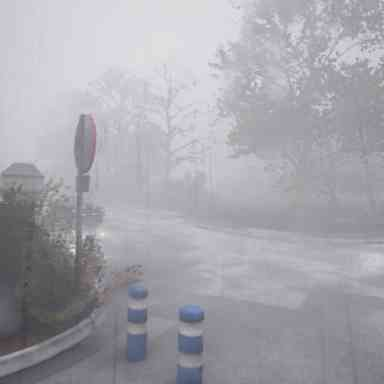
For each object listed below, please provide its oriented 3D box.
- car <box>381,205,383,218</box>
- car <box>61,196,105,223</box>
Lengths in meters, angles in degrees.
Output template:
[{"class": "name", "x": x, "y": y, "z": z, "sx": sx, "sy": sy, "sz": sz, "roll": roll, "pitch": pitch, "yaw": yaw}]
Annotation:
[{"class": "car", "x": 18.168, "y": 1.467, "z": 26.370, "sx": 5.566, "sy": 2.045, "sz": 2.435, "roll": -1, "pitch": -1, "yaw": 33}, {"class": "car", "x": -6.555, "y": 0.908, "z": 18.735, "sx": 1.895, "sy": 1.301, "sz": 4.718, "roll": 2, "pitch": 2, "yaw": -36}]
